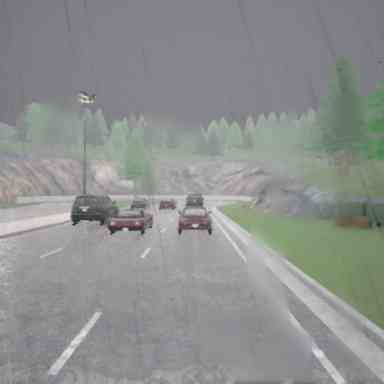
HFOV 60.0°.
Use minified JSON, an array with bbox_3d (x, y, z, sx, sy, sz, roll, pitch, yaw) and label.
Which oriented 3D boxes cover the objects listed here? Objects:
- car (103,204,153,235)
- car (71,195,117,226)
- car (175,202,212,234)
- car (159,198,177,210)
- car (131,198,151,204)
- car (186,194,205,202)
[{"bbox_3d":[-3.345,1.610,18.969,1.895,1.301,4.718,0,0,0],"label":"car"},{"bbox_3d":[-6.825,1.235,23.837,2.150,2.045,5.566,0,0,0],"label":"car"},{"bbox_3d":[0.166,1.535,19.188,1.812,1.442,4.674,0,0,0],"label":"car"},{"bbox_3d":[-3.030,1.499,43.196,1.882,1.535,5.008,0,0,3],"label":"car"},{"bbox_3d":[-6.543,1.527,42.804,1.837,1.490,4.892,0,0,3],"label":"car"},{"bbox_3d":[0.430,1.243,42.855,2.150,2.045,5.566,0,0,3],"label":"car"}]
